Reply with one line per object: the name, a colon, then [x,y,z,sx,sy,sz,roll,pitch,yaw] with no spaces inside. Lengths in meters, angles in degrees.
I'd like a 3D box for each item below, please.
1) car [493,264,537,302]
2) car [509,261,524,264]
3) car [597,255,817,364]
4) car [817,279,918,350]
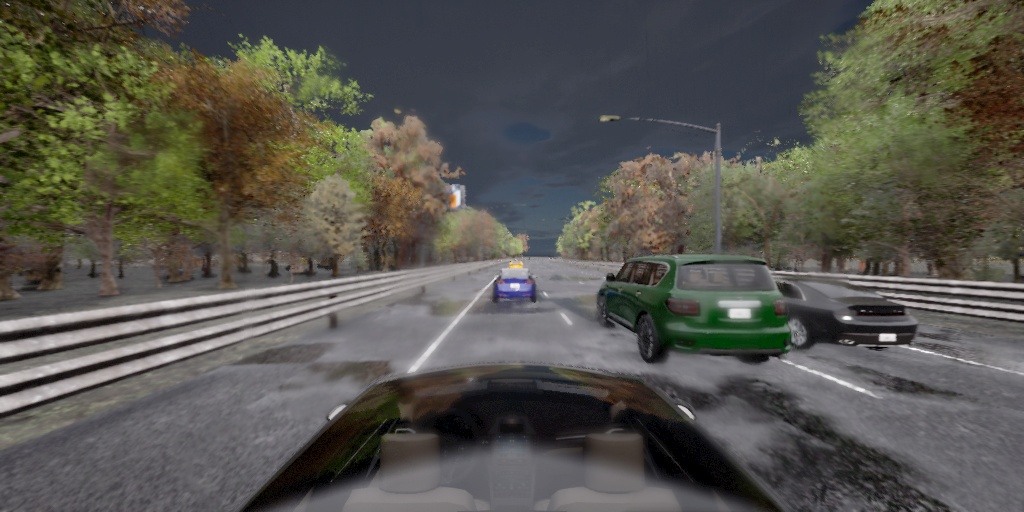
car: [0.144,1.311,17.509,2.163,1.488,4.792,0,0,0]
car: [0.625,1.404,50.873,1.882,1.535,5.008,0,0,1]
car: [3.592,1.000,8.310,2.150,2.045,5.566,0,0,0]
car: [7.104,1.290,9.197,1.837,1.490,4.892,0,0,0]
